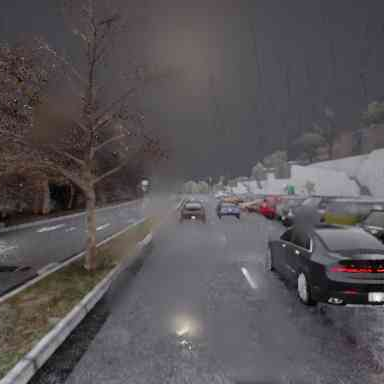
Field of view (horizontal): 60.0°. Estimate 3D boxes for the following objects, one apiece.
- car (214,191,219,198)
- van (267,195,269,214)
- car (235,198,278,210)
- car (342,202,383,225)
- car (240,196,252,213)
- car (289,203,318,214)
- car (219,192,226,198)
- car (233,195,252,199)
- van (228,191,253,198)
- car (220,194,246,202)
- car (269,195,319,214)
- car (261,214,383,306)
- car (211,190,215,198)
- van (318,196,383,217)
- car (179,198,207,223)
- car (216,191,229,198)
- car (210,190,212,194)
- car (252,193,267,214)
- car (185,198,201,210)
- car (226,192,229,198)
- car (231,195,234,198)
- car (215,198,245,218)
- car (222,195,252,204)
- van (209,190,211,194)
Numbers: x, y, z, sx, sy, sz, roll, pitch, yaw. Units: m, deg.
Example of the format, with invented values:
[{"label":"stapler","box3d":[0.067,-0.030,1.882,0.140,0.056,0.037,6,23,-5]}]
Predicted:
[{"label":"car","box3d":[8.087,1.046,74.457,4.892,1.521,2.231,1,1,-20]},{"label":"van","box3d":[7.968,1.274,23.694,4.442,1.987,1.878,1,0,-20]},{"label":"car","box3d":[8.101,1.476,41.663,4.792,1.488,2.163,1,0,-20]},{"label":"car","box3d":[8.044,1.370,11.798,4.553,1.767,2.185,1,0,-20]},{"label":"car","box3d":[8.046,1.510,35.666,4.792,1.488,2.163,1,1,-20]},{"label":"car","box3d":[8.066,1.500,17.773,4.892,1.521,2.231,1,0,-20]},{"label":"car","box3d":[7.902,1.269,56.503,5.366,1.575,1.946,1,1,-20]},{"label":"car","box3d":[7.902,1.459,38.593,5.366,1.575,1.946,1,1,-20]},{"label":"van","box3d":[7.970,1.163,47.564,4.442,1.987,1.878,1,1,-20]},{"label":"car","box3d":[8.072,1.189,65.518,4.674,1.452,2.002,1,0,-20]},{"label":"car","box3d":[8.051,1.249,20.741,5.566,2.045,2.435,1,0,-20]},{"label":"car","box3d":[3.101,1.509,7.989,1.837,1.490,4.892,0,0,0]},{"label":"car","box3d":[8.107,0.763,77.456,5.566,2.045,2.435,1,0,-20]},{"label":"van","box3d":[8.184,1.273,14.833,4.442,1.987,1.878,1,0,-20]},{"label":"car","box3d":[0.103,1.518,25.737,1.837,1.490,4.892,0,0,0]},{"label":"car","box3d":[7.904,1.183,62.469,5.366,1.575,1.946,1,1,-20]},{"label":"car","box3d":[8.253,0.936,86.456,5.366,1.575,1.946,1,0,-20]},{"label":"car","box3d":[8.103,1.251,26.738,5.566,2.045,2.435,1,0,-20]},{"label":"car","box3d":[0.105,1.507,42.878,1.994,1.385,4.181,0,1,0]},{"label":"car","box3d":[8.048,1.228,50.593,4.553,1.767,2.185,1,1,-20]},{"label":"car","box3d":[8.070,1.458,44.635,4.674,1.452,2.002,1,0,-20]},{"label":"car","box3d":[3.103,1.555,29.783,2.033,1.411,5.357,0,0,0]},{"label":"car","box3d":[8.102,1.260,59.565,4.792,1.488,2.163,1,1,-20]},{"label":"van","box3d":[7.974,0.666,92.311,4.442,1.987,1.878,1,1,-20]}]
